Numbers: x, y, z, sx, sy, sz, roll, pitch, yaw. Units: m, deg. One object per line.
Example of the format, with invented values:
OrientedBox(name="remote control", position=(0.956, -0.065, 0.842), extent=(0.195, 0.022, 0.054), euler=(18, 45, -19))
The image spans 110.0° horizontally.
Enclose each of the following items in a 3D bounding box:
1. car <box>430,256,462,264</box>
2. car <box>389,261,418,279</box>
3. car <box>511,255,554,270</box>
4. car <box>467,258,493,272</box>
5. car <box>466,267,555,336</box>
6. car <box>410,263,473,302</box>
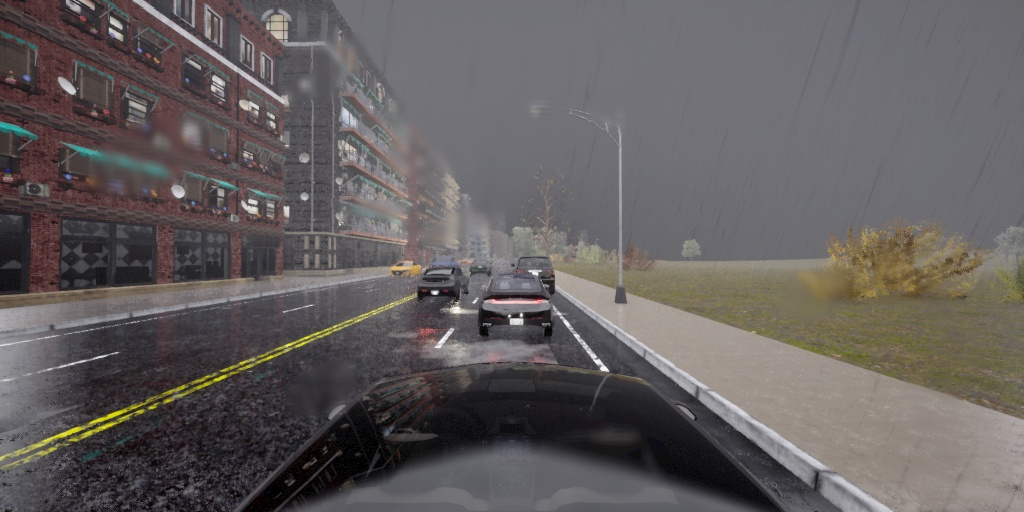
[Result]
OrientedBox(name="car", position=(-6.612, 0.973, 34.907), extent=(2.150, 2.045, 5.566), euler=(0, 0, 0))
OrientedBox(name="car", position=(-9.861, 1.230, 33.399), extent=(1.882, 1.535, 5.008), euler=(0, 0, 0))
OrientedBox(name="car", position=(1.132, 0.977, 20.236), extent=(2.150, 2.045, 5.566), euler=(0, 0, 0))
OrientedBox(name="car", position=(-3.157, 1.103, 37.652), extent=(2.097, 1.767, 4.553), euler=(0, 0, 0))
OrientedBox(name="car", position=(0.098, 1.243, 10.366), extent=(2.128, 1.511, 4.902), euler=(0, 0, 0))
OrientedBox(name="car", position=(-3.155, 1.255, 17.097), extent=(1.837, 1.490, 4.892), euler=(0, 0, 0))
